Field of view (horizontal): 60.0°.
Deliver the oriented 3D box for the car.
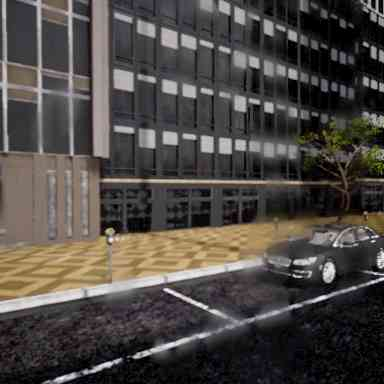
[{"bbox_3d":[3.862,1.559,9.322,4.403,1.369,2.008,0,-1,-35],"label":"car"}]
